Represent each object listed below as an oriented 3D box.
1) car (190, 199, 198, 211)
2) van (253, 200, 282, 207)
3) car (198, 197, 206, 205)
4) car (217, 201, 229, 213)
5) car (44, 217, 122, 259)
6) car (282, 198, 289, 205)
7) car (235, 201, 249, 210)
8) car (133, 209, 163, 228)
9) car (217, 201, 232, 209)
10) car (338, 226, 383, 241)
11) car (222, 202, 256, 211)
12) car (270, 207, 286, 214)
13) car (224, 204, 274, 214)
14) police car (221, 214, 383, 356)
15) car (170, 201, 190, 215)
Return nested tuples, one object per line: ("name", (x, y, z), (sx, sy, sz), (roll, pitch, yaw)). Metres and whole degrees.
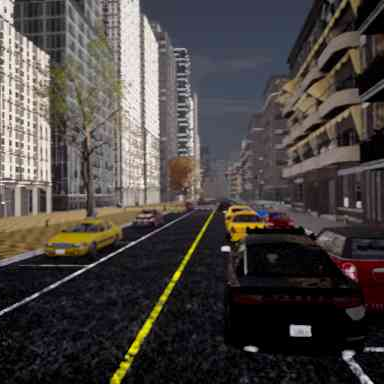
("car", (-0.622, 2.168, 52.404), (1.887, 1.381, 4.507), (-1, -1, 5))
("van", (5.140, 1.552, 24.084), (1.690, 1.788, 3.998), (-1, -1, 5))
("car", (2.394, 2.307, 84.652), (2.192, 1.841, 5.009), (-1, -1, 5))
("car", (4.381, 1.939, 44.430), (1.882, 1.535, 5.008), (-1, -1, 6))
("car", (-4.248, 1.737, 13.677), (1.752, 1.417, 4.829), (-1, -1, 5))
("car", (20.217, 1.914, 69.947), (4.403, 1.369, 2.008), (-2, 0, 5))
("car", (7.721, 2.057, 51.624), (2.008, 1.369, 4.403), (-1, -1, 5))
("car", (-3.200, 1.910, 24.863), (1.802, 1.307, 4.206), (-1, -1, 5))
("car", (5.591, 2.205, 57.373), (1.895, 1.301, 4.718), (-1, -1, 14))
("car", (3.594, 1.480, 7.558), (1.967, 1.590, 4.097), (-1, -1, 5))
("car", (3.180, 1.695, 22.330), (1.882, 1.535, 5.008), (-1, -1, 5))
("car", (4.627, 1.735, 18.574), (1.802, 1.307, 4.206), (-1, -1, 5))
("car", (2.639, 1.611, 16.545), (1.801, 1.575, 5.366), (-1, -1, 5))
("police car", (1.609, 1.479, 6.543), (1.930, 1.638, 5.238), (-1, -1, 7))
("car", (-1.669, 2.027, 41.218), (1.752, 1.417, 4.829), (-1, -1, 5))
